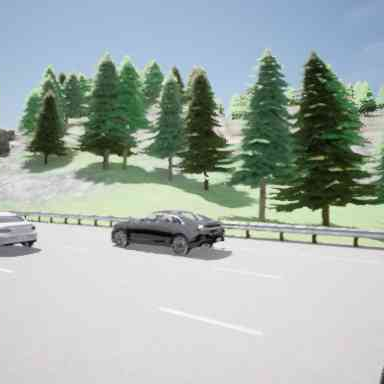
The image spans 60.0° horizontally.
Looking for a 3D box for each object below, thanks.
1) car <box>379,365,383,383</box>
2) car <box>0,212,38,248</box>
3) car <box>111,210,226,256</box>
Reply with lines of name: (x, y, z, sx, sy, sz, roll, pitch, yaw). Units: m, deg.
car: (3.176, 1.558, 1.625, 4.181, 1.385, 1.994, 0, 0, 36)
car: (-8.120, 1.510, 13.319, 4.674, 1.442, 1.812, 0, 0, 31)
car: (-1.073, 1.470, 13.014, 4.902, 1.511, 2.128, 0, 0, 33)
